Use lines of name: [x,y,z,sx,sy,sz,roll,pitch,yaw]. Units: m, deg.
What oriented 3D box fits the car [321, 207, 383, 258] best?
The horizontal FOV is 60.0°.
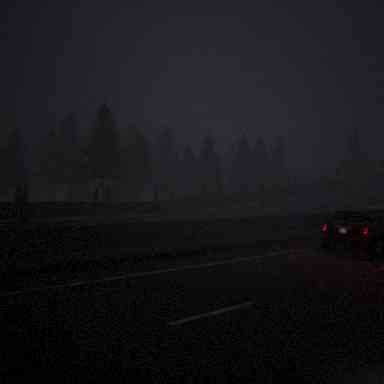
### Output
car: [7.216,1.390,13.292,4.553,1.767,2.097,-1,1,-35]
